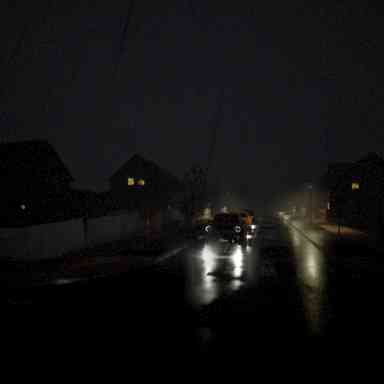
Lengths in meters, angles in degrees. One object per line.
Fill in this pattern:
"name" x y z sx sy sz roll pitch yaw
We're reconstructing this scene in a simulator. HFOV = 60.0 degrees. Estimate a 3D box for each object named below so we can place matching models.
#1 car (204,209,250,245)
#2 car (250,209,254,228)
"car" 2.042 2.010 19.406 2.097 1.767 4.553 -1 -2 13
"car" 4.155 2.439 28.896 1.882 1.535 5.008 -1 -2 12
